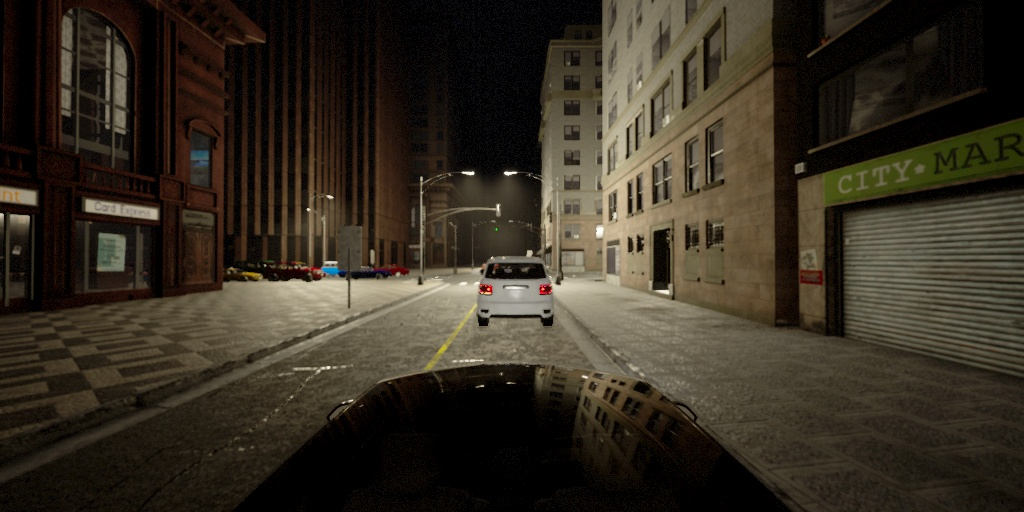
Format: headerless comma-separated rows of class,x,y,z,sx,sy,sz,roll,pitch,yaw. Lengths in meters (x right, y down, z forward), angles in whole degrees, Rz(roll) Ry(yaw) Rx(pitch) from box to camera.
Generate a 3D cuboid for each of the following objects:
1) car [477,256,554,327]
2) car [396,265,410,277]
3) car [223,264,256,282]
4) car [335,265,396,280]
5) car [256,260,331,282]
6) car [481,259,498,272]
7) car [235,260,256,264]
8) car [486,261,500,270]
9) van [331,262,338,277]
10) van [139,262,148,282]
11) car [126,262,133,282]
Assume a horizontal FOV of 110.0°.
car,0.092,1.034,11.892,2.150,2.045,5.566,0,0,0
car,-14.005,1.698,40.866,4.507,1.381,1.888,0,0,0
car,-25.098,1.725,32.371,4.829,1.417,1.751,0,0,0
car,-14.169,1.693,34.916,4.718,1.301,1.895,-1,-1,0
car,-19.644,1.446,32.356,5.009,1.841,2.192,0,0,0
car,-3.148,1.377,51.406,2.097,1.767,4.553,0,0,1
car,-24.134,1.434,34.939,5.566,2.045,2.150,-1,-1,-1
car,-3.109,1.553,60.484,2.128,1.511,4.902,0,0,0
van,-19.629,1.561,40.882,3.998,1.789,1.690,0,0,0
van,-30.892,1.608,32.388,3.998,1.789,1.690,0,0,0
car,-34.490,1.560,34.986,5.566,2.045,2.150,-1,-1,0
